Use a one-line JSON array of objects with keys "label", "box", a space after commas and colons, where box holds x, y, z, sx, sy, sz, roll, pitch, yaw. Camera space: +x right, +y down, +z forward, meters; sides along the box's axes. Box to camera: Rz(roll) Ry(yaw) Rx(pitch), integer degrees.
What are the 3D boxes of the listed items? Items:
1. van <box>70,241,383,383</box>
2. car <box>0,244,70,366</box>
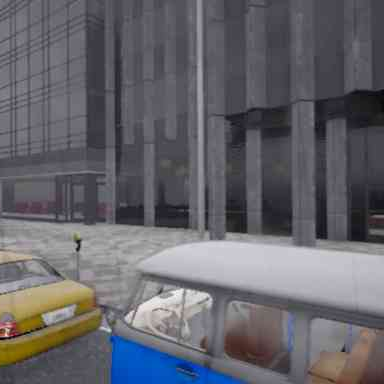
[{"label": "van", "box": [1.138, 1.344, 2.270, 3.998, 1.788, 1.690, -1, 0, 36]}, {"label": "car", "box": [-3.591, 1.572, 5.647, 4.829, 1.417, 1.752, 0, 0, 36]}]
